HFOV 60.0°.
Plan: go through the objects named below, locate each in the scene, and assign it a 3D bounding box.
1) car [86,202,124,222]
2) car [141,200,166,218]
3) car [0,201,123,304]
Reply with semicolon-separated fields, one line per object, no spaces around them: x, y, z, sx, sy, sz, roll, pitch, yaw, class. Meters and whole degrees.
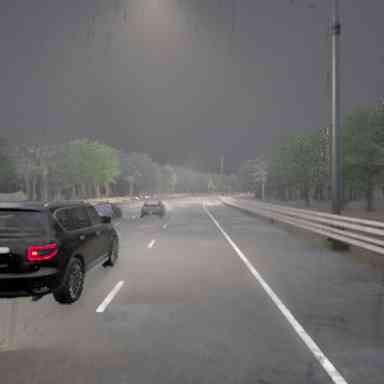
-6.895;1.550;26.796;1.994;1.385;4.181;0;0;0;car
-3.394;1.470;29.783;2.128;1.511;4.902;0;0;0;car
-3.399;1.219;8.260;2.150;2.045;5.566;0;0;0;car
